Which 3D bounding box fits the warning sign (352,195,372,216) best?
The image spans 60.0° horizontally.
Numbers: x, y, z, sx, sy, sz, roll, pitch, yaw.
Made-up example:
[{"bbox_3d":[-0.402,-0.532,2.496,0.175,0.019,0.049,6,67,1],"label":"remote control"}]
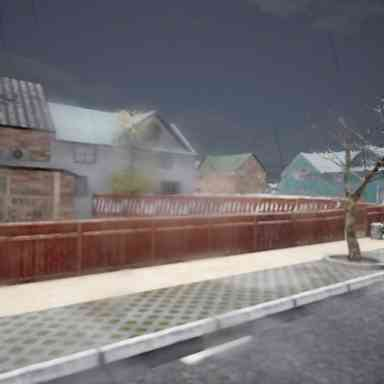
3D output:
[{"bbox_3d":[15.270,1.183,29.860,1.300,1.860,1.060,0,0,-36],"label":"warning sign"}]
